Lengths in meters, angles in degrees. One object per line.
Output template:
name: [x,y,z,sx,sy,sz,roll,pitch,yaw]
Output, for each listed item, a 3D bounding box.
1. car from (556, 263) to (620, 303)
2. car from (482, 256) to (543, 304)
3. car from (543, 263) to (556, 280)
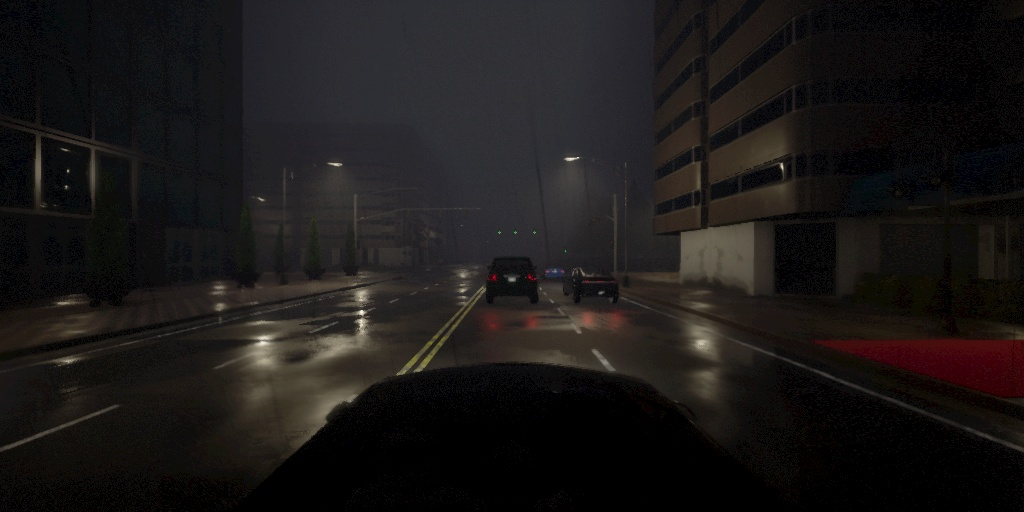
car: [3.500,1.243,16.500,2.128,1.511,4.902,0,0,0]
car: [0.000,1.006,16.530,2.150,2.045,5.566,0,0,0]
car: [3.500,1.312,31.500,2.033,1.411,5.357,0,0,0]
